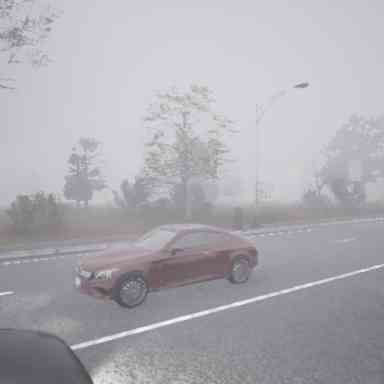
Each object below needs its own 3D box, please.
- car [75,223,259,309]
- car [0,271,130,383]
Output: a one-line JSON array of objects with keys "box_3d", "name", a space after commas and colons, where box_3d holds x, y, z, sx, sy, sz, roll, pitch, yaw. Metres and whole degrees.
[{"box_3d": [-0.385, 1.525, 8.016, 4.674, 1.442, 1.812, 0, 0, -35], "name": "car"}, {"box_3d": [-2.628, 1.564, 1.867, 4.181, 1.385, 1.994, 0, 0, -36], "name": "car"}]
